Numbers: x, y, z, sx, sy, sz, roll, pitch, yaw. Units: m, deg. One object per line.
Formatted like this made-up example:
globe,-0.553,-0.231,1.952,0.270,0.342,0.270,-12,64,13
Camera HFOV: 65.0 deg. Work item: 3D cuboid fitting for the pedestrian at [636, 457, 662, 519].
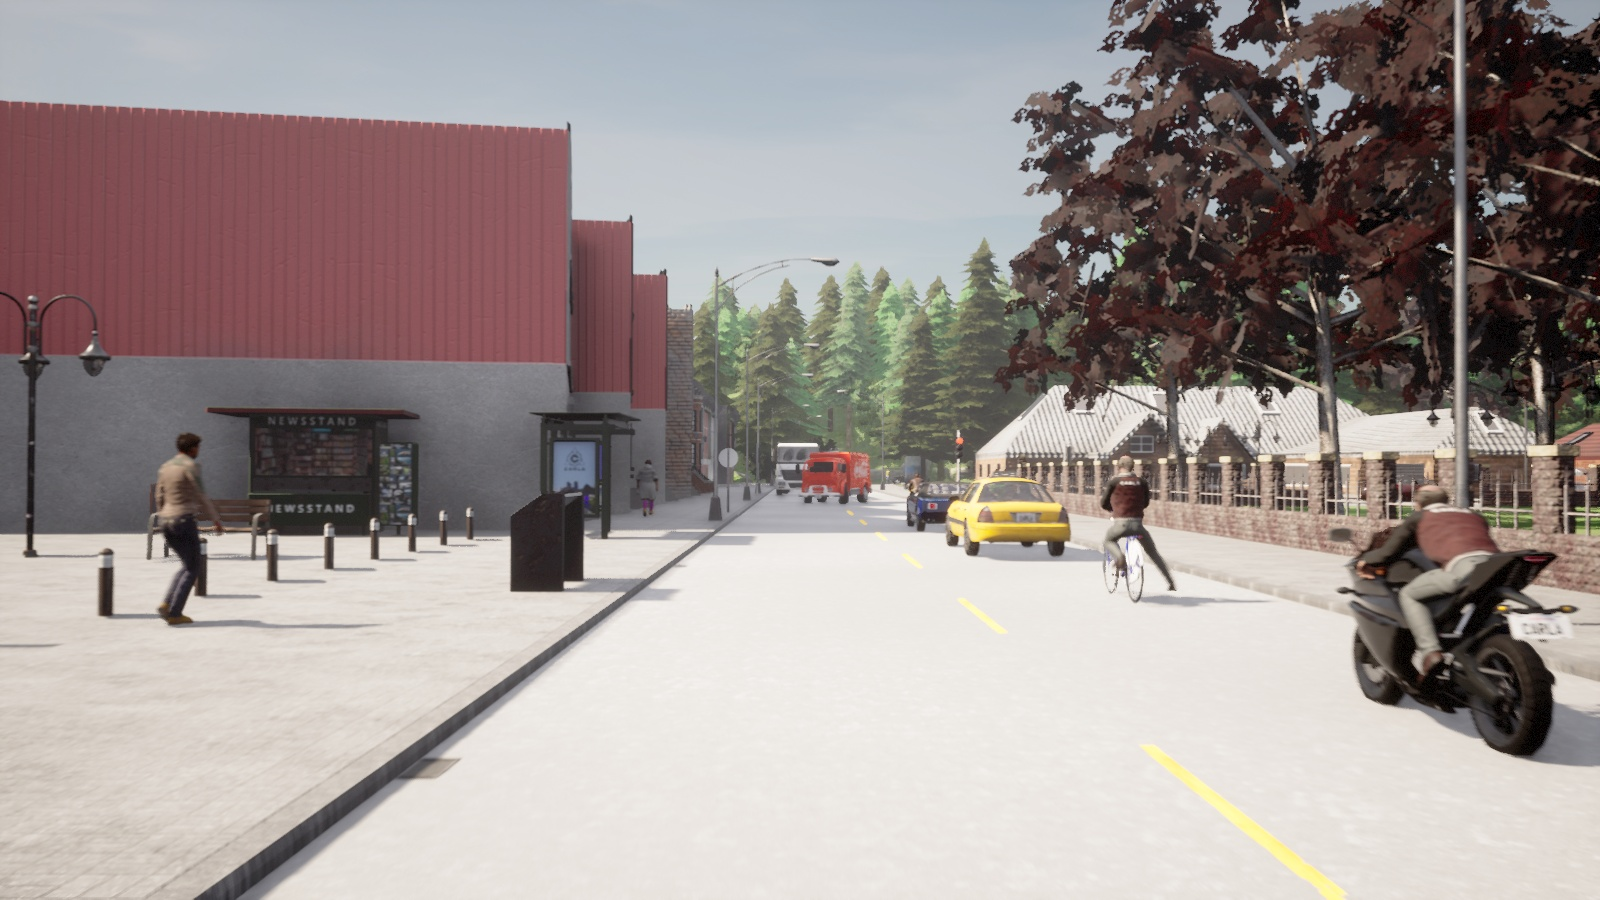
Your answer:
pedestrian,-4.836,1.218,40.295,0.659,1.952,0.873,0,-1,5

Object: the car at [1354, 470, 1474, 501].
car,29.886,1.720,61.237,4.792,1.488,2.163,0,-1,-2

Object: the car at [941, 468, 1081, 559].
car,3.962,1.147,24.446,1.801,1.575,5.366,0,-1,0

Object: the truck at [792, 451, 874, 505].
truck,1.681,1.341,61.091,2.627,2.467,5.204,-1,-1,18

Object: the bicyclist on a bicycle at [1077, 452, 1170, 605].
bicyclist on a bicycle,3.974,0.930,15.555,0.659,1.776,1.843,0,-1,0

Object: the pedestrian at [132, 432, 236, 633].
pedestrian,-5.749,0.744,11.753,0.328,1.805,0.869,-1,-1,22

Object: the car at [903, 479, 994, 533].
car,3.951,1.470,34.069,1.895,1.301,4.718,0,-1,0

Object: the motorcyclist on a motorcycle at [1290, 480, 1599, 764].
motorcyclist on a motorcycle,3.985,0.967,7.979,0.866,1.530,2.191,0,-1,0

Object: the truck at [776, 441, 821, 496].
truck,-0.123,1.240,84.050,2.891,3.462,7.936,0,-1,0
